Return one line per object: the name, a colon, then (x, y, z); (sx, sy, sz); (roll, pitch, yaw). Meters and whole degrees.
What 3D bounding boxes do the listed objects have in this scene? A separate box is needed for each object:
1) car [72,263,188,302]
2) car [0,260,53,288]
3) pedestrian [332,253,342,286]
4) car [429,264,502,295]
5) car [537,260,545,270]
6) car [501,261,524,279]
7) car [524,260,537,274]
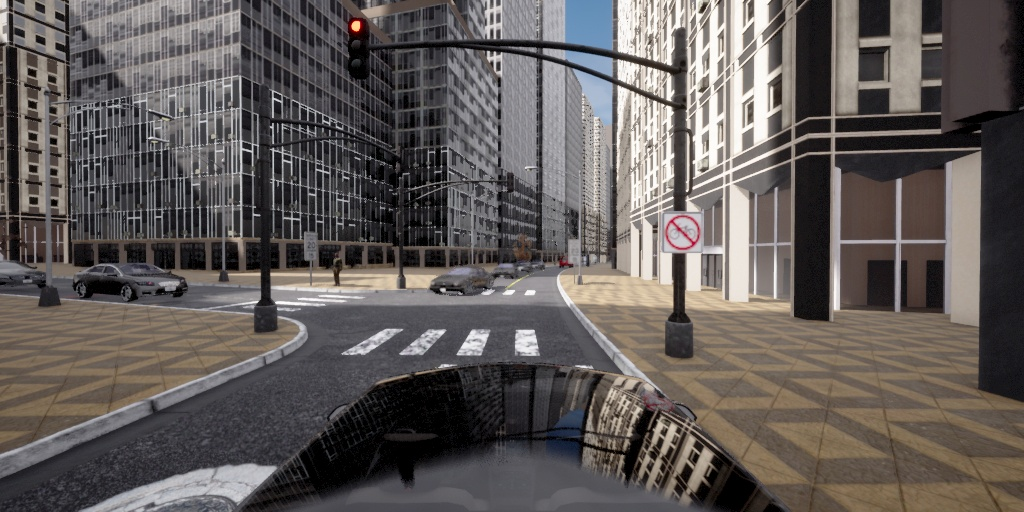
car: (-16.362, 1.043, 15.395); (4.902, 1.511, 2.128); (1, 1, 16)
car: (-25.921, 0.941, 18.198); (4.674, 1.442, 1.812); (1, 1, 17)
pedestrian: (-9.513, 0.716, 19.490); (0.375, 1.860, 0.375); (0, 0, 16)
car: (-2.601, 1.310, 20.349); (2.033, 1.411, 5.357); (0, 0, 18)
car: (3.978, 1.408, 56.161); (2.128, 1.511, 4.902); (0, 0, 14)
car: (-0.474, 1.348, 32.955); (2.033, 1.411, 5.357); (0, 0, 8)
car: (1.416, 1.343, 44.368); (2.128, 1.511, 4.902); (0, 0, 11)
